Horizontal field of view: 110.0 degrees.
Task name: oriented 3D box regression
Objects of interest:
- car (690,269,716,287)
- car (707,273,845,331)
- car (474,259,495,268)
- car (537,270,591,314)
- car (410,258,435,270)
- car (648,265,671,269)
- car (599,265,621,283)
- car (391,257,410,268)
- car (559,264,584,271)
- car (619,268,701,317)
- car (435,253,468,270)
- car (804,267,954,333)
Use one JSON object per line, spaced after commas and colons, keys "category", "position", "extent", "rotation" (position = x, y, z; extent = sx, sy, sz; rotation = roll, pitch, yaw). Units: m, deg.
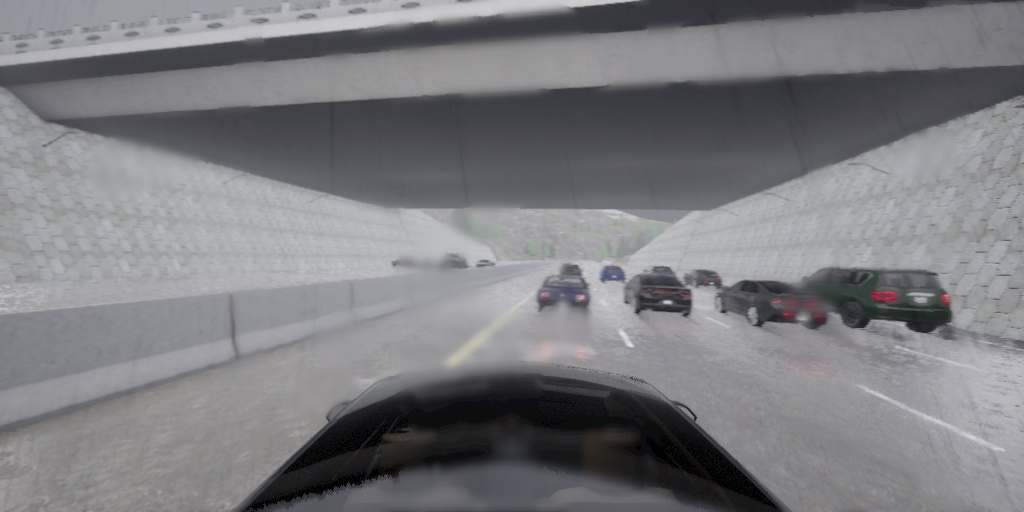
{"category": "car", "position": [15.491, 1.831, 29.368], "extent": [1.837, 1.490, 4.892], "rotation": [2, 0, 10]}
{"category": "car", "position": [8.991, 1.590, 12.866], "extent": [1.837, 1.490, 4.892], "rotation": [2, 0, 10]}
{"category": "car", "position": [-3.312, 1.128, 44.434], "extent": [1.837, 1.490, 4.892], "rotation": [2, 0, 10]}
{"category": "car", "position": [2.179, 1.431, 14.522], "extent": [1.895, 1.301, 4.718], "rotation": [2, 0, 10]}
{"category": "car", "position": [-10.397, 0.958, 44.584], "extent": [1.895, 1.301, 4.718], "rotation": [2, 0, 10]}
{"category": "car", "position": [11.953, 1.546, 29.438], "extent": [2.097, 1.767, 4.553], "rotation": [2, 0, 10]}
{"category": "car", "position": [8.832, 1.555, 31.850], "extent": [1.882, 1.535, 5.008], "rotation": [2, 0, 10]}
{"category": "car", "position": [-13.649, 0.836, 46.225], "extent": [1.895, 1.301, 4.718], "rotation": [2, 0, 10]}
{"category": "car", "position": [5.161, 1.445, 31.211], "extent": [1.837, 1.490, 4.892], "rotation": [2, 0, 10]}
{"category": "car", "position": [5.754, 1.441, 14.652], "extent": [1.882, 1.535, 5.008], "rotation": [2, 0, 10]}
{"category": "car", "position": [-6.983, 0.706, 43.740], "extent": [2.150, 2.045, 5.566], "rotation": [2, 0, 10]}
{"category": "car", "position": [12.632, 1.442, 13.269], "extent": [2.150, 2.045, 5.566], "rotation": [2, 0, 10]}
